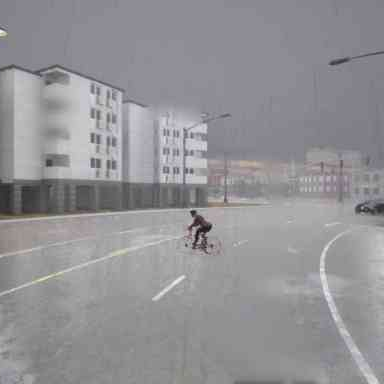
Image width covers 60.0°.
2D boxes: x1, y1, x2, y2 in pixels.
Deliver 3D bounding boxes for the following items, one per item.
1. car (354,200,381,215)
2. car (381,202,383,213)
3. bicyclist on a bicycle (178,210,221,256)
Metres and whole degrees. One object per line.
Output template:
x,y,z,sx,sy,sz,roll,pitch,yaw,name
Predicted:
18.804,1.564,34.506,4.181,1.385,1.994,0,0,-33,car
20.223,1.505,31.247,4.892,1.490,1.837,0,0,-34,car
0.226,1.455,11.879,1.656,1.620,0.582,-2,-1,23,bicyclist on a bicycle
